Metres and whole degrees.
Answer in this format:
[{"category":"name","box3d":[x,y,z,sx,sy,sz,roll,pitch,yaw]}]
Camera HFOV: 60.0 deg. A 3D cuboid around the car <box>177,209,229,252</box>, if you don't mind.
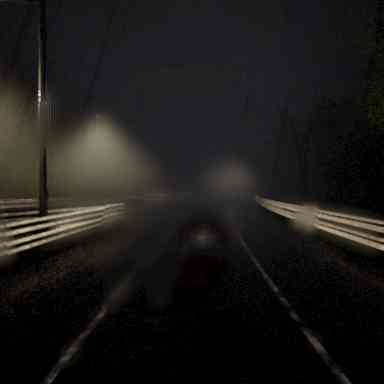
[{"category":"car","box3d":[0.506,1.418,13.706,1.882,1.535,5.008,0,1,4]}]
